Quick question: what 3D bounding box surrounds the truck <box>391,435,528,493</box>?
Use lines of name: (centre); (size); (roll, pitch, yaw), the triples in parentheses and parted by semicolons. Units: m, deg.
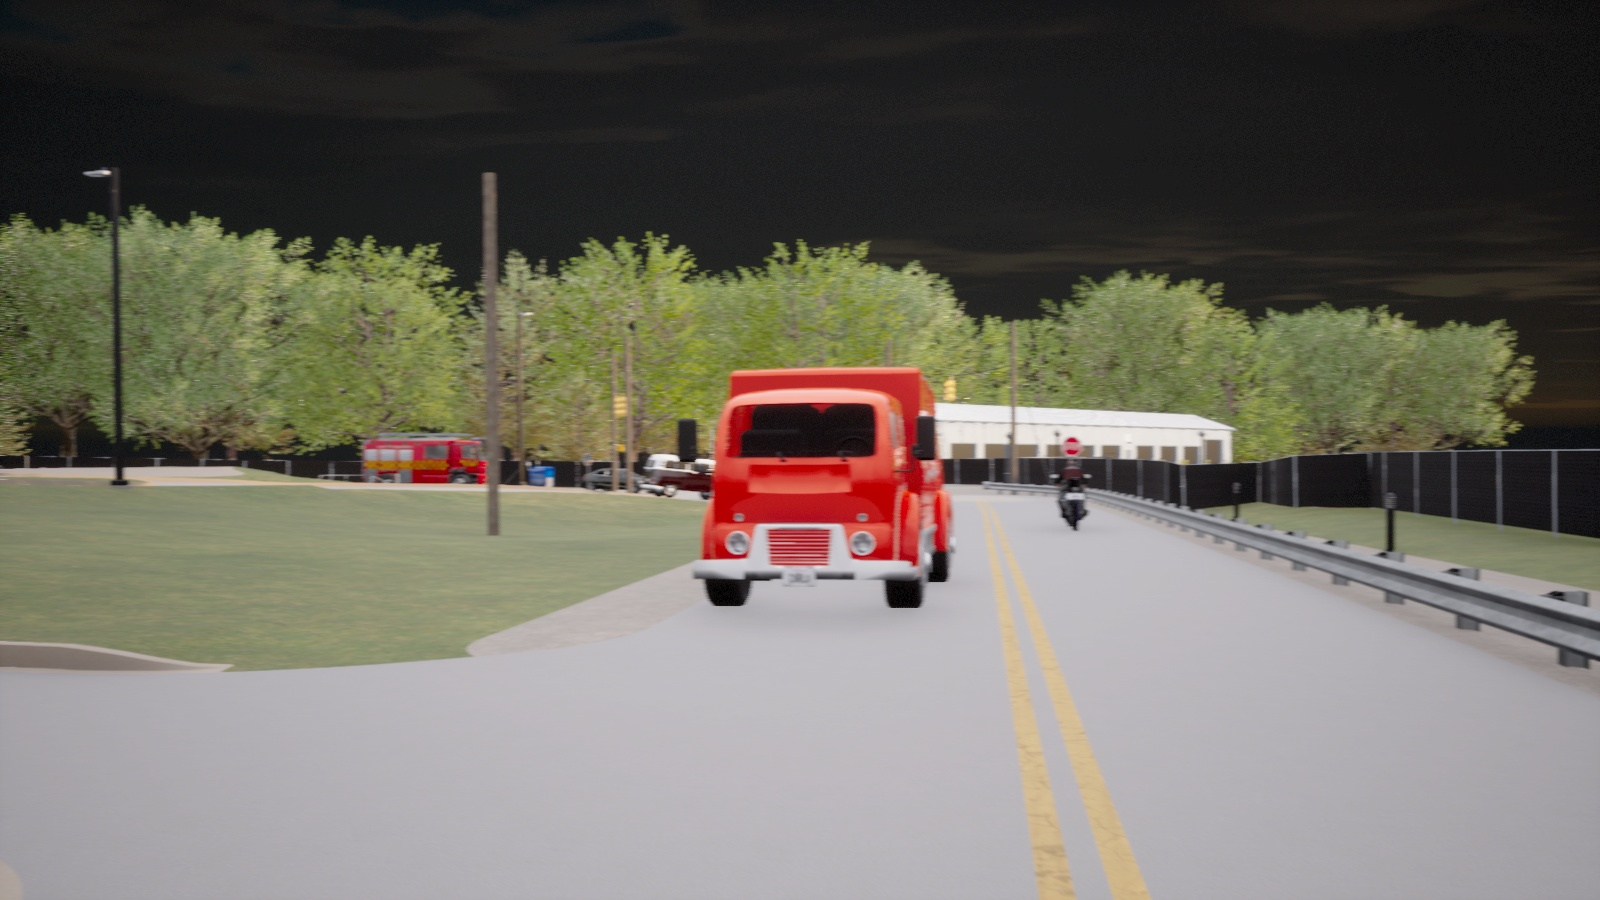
truck: (-22.944, 0.928, 84.885); (8.468, 3.827, 2.891); (0, 1, 9)

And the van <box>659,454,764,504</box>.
van: (-4.262, 1.384, 60.670); (4.480, 2.038, 2.069); (5, -2, -25)

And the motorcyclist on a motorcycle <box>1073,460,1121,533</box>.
motorcyclist on a motorcycle: (6.487, 0.991, 27.513); (0.866, 1.530, 2.191); (-1, -1, 10)

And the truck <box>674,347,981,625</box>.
truck: (0.590, 0.357, 13.905); (2.627, 2.467, 5.204); (-1, -1, 10)

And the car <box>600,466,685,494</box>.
car: (-10.106, 1.899, 80.597); (5.027, 1.651, 2.152); (0, 1, 26)
